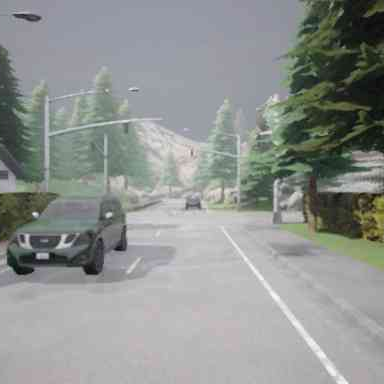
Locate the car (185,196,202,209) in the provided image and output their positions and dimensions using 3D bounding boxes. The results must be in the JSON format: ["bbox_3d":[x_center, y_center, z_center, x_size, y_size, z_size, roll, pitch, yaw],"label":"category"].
[{"bbox_3d":[0.147,1.263,40.829,2.128,1.511,4.902,0,0,0],"label":"car"}]

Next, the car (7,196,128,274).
[{"bbox_3d":[-3.539,1.161,10.676,2.150,2.045,5.566,0,0,0],"label":"car"}]
